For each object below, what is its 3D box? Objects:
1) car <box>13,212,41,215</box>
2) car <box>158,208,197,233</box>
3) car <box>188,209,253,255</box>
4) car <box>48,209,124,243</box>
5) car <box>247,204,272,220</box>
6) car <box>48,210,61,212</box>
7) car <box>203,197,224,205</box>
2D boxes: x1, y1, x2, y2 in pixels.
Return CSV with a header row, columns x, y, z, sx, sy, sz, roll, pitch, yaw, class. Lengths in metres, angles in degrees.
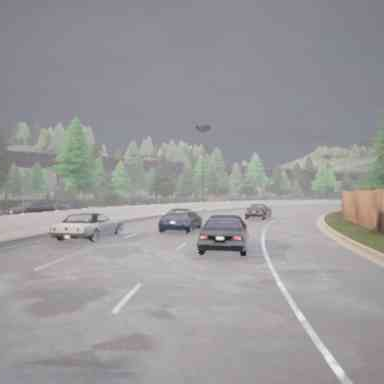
x,y,z,sx,sy,sz,roll,pitch,yaw,class
-15.713,1.689,32.523,1.837,1.490,4.892,0,-1,18,car
-0.638,1.727,20.933,1.994,1.385,4.181,0,0,13,car
1.400,1.665,13.948,2.033,1.411,5.357,0,0,10,car
-5.136,1.712,16.923,1.895,1.301,4.718,0,0,10,car
6.386,1.829,31.752,2.033,1.411,5.357,0,0,22,car
-12.009,1.766,32.593,1.994,1.385,4.181,0,0,19,car
4.528,1.919,69.426,1.882,1.535,5.008,0,-1,38,car
